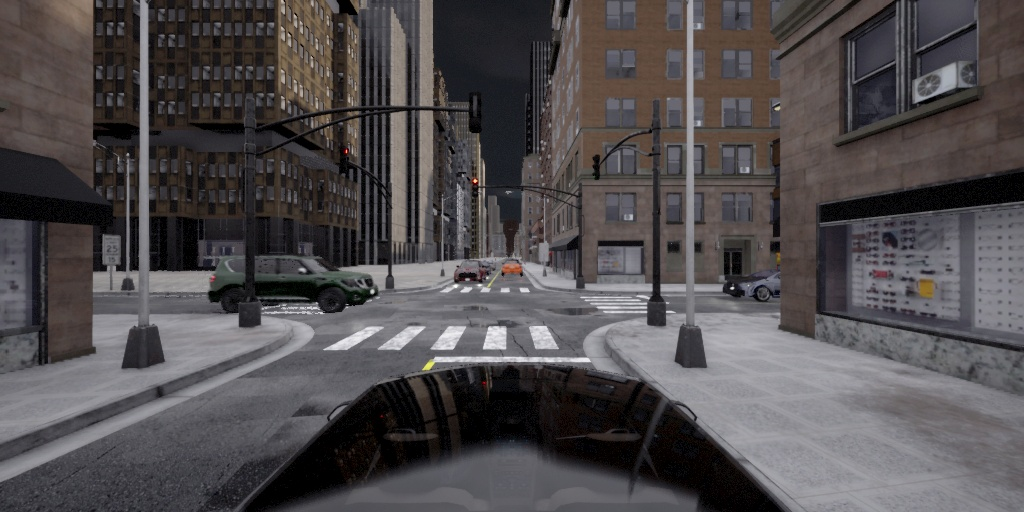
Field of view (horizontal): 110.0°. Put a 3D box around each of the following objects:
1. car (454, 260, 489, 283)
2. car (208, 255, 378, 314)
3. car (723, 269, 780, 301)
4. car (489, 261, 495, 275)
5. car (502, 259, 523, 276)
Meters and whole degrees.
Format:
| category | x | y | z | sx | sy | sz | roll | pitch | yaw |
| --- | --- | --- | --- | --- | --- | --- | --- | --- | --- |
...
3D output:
| category | x | y | z | sx | sy | sz | roll | pitch | yaw |
| --- | --- | --- | --- | --- | --- | --- | --- | --- | --- |
| car | -3.159 | 1.103 | 27.804 | 2.097 | 1.767 | 4.553 | 0 | 0 | 0 |
| car | -7.963 | 0.974 | 13.303 | 5.566 | 2.045 | 2.150 | 0 | 0 | -1 |
| car | 12.219 | 1.313 | 16.675 | 4.181 | 1.385 | 1.994 | 0 | 0 | -1 |
| car | -3.176 | 1.298 | 38.063 | 2.033 | 1.411 | 5.357 | 0 | 0 | 0 |
| car | 0.017 | 1.103 | 38.000 | 2.097 | 1.767 | 4.553 | 0 | 0 | 0 |
